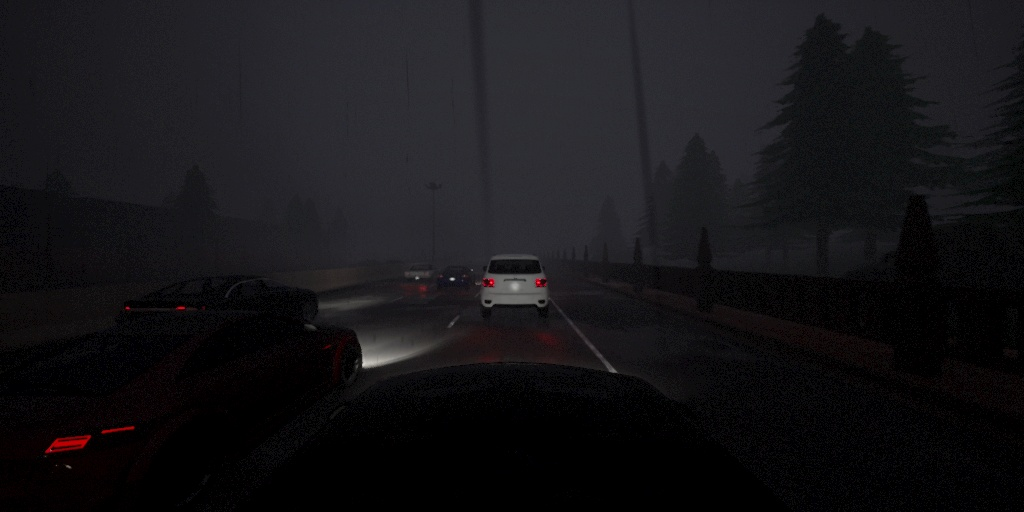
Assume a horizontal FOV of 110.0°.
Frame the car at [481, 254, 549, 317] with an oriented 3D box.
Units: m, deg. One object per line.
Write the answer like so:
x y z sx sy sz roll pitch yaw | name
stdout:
0.088 0.956 13.250 2.150 2.045 5.566 0 0 0 | car

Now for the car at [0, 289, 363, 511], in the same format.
-3.427 1.312 4.188 1.994 1.385 4.181 0 0 0 | car

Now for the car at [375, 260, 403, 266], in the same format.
-14.130 1.203 42.470 1.837 1.490 4.892 0 0 0 | car

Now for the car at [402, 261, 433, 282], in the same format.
-6.928 1.317 28.452 1.895 1.301 4.718 0 0 0 | car

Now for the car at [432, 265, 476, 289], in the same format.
-3.422 1.287 22.575 1.994 1.385 4.181 0 0 0 | car

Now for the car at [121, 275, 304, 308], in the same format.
-6.915 1.234 9.173 2.128 1.511 4.902 0 0 0 | car

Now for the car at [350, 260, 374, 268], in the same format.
-17.630 1.189 44.355 2.128 1.511 4.902 0 0 0 | car
